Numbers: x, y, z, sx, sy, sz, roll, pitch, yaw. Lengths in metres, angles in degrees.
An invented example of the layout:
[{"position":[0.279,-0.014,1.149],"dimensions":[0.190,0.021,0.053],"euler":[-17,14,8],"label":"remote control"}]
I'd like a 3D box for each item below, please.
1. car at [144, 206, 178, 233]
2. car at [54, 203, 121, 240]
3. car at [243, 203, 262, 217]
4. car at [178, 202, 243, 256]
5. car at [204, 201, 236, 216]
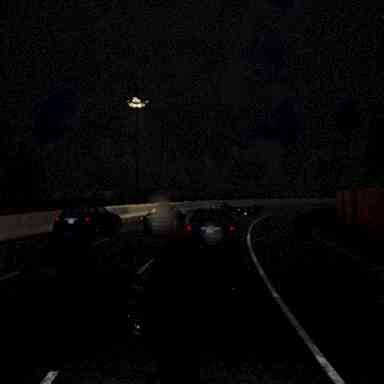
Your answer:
[{"position":[-1.544,1.628,20.723],"dimensions":[2.128,1.511,4.902],"euler":[0,0,10],"label":"car"},{"position":[-5.511,1.472,18.162],"dimensions":[2.097,1.767,4.553],"euler":[0,0,9],"label":"car"},{"position":[6.037,1.829,34.671],"dimensions":[1.895,1.301,4.718],"euler":[0,0,21],"label":"car"},{"position":[0.903,1.444,13.844],"dimensions":[2.097,1.767,4.553],"euler":[0,0,7],"label":"car"},{"position":[3.260,1.792,37.217],"dimensions":[2.033,1.411,5.357],"euler":[0,0,22],"label":"car"}]
